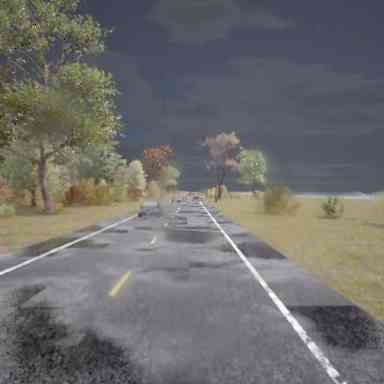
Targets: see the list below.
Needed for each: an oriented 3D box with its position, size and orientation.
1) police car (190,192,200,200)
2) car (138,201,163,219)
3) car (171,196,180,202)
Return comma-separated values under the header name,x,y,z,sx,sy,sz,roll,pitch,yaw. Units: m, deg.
name,x,y,z,sx,sy,sz,roll,pitch,yaw
police car,1.043,1.335,88.726,1.930,1.638,5.238,0,0,0
car,-3.601,1.505,29.524,1.812,1.442,4.674,0,0,0
car,-3.506,1.458,71.150,2.033,1.411,5.357,0,0,0
